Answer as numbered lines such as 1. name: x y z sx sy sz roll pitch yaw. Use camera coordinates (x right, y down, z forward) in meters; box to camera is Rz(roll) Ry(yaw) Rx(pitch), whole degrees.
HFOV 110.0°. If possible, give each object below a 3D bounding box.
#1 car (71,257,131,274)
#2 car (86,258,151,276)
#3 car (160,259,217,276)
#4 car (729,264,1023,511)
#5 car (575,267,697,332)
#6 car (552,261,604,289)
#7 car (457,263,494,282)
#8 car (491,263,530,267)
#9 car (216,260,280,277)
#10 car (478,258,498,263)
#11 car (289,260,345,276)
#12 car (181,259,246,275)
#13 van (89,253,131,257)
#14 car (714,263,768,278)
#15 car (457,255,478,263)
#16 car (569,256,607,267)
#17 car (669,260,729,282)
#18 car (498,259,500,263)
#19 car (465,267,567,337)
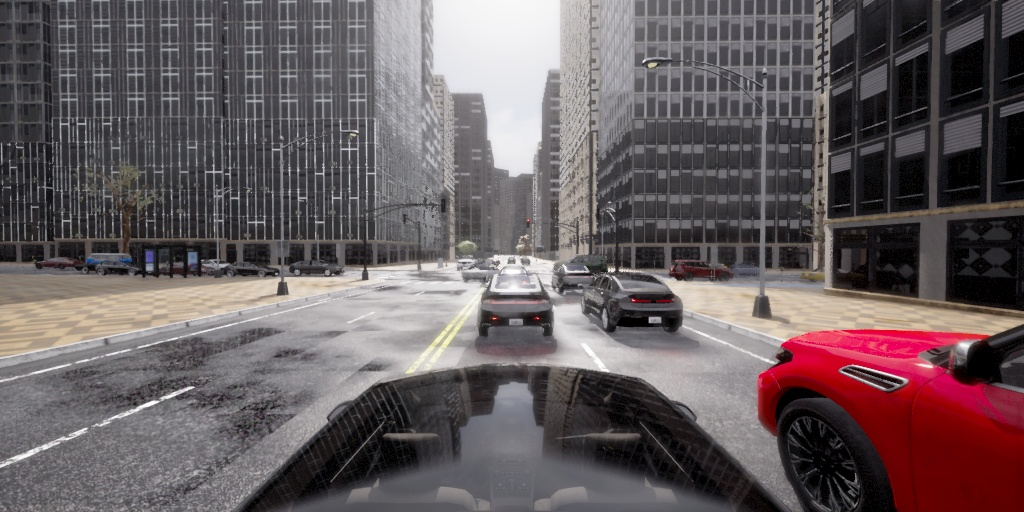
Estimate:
1. car: -38.615 1.020 34.416 4.718 1.301 1.895 1 1 1
2. car: -34.125 1.069 31.690 4.313 1.339 1.948 0 0 1
3. car: -28.445 1.138 31.522 4.207 1.307 1.802 0 0 1
4. car: 3.348 0.972 0.934 2.150 2.045 5.566 0 0 0
5. car: 3.340 1.251 10.798 1.837 1.490 4.892 0 0 0
6. car: 3.333 1.232 20.046 2.128 1.511 4.902 0 0 0
7. car: -2.266 1.391 28.432 1.895 1.301 4.718 0 -1 19
8. car: 0.083 1.288 20.038 2.033 1.411 5.357 0 0 0
9. car: -22.760 1.173 31.394 4.313 1.339 1.948 0 0 1
10. car: -3.388 1.192 52.077 1.882 1.535 5.008 0 0 0
11. car: -18.439 1.108 34.000 4.892 1.490 1.837 1 1 2
12. car: -28.393 1.038 34.210 4.674 1.442 1.812 1 1 1
13. van: -45.325 0.604 40.339 3.998 1.789 1.690 0 0 1
14. car: 23.245 1.487 36.567 4.181 1.385 1.994 1 1 1
15. car: -6.638 0.935 52.526 2.150 2.045 5.566 0 0 0
16. car: 6.929 1.001 36.818 5.566 2.045 2.150 1 1 1
17. car: 16.165 1.269 30.904 5.009 1.841 2.192 0 0 1
18. car: -3.390 1.267 61.663 1.994 1.385 4.181 0 0 0
19. car: 0.091 1.238 10.303 2.128 1.511 4.902 0 0 0
